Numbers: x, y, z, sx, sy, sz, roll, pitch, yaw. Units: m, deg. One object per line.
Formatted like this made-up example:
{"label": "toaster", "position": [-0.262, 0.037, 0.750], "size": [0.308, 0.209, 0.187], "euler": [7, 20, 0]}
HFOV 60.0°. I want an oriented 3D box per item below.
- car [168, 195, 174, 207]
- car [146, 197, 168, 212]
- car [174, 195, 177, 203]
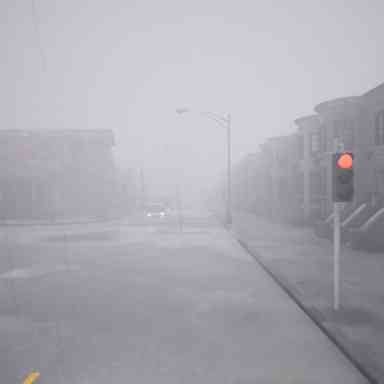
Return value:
{"label": "car", "position": [-4.160, 1.505, 50.382], "size": [1.837, 1.490, 4.892], "euler": [0, 0, 0]}
{"label": "car", "position": [-4.159, 1.526, 39.455], "size": [1.812, 1.442, 4.674], "euler": [0, 0, -1]}
{"label": "car", "position": [-4.087, 1.350, 66.421], "size": [2.097, 1.767, 4.553], "euler": [0, 0, 0]}
